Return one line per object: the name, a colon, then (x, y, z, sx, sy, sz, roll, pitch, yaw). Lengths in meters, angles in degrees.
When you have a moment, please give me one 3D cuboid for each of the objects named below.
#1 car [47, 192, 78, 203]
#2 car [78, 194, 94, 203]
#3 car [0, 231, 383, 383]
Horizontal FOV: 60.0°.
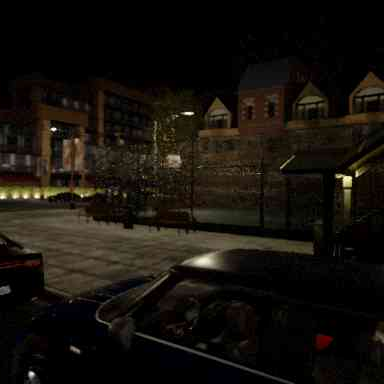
car: (-18.265, 0.763, 47.523, 1.837, 1.490, 4.892, 1, 1, 34)
car: (-13.512, 0.795, 48.275, 1.882, 1.535, 5.008, 1, 1, 34)
car: (0.384, 1.330, 3.011, 4.553, 1.767, 2.185, 1, 1, 34)
